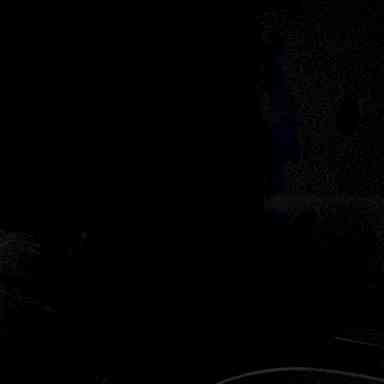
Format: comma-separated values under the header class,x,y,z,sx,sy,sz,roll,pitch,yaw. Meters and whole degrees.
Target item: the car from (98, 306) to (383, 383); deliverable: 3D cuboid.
class,x,y,z,sx,sy,sz,roll,pitch,yaw
car,1.167,1.552,2.249,4.403,1.369,2.008,0,0,36
